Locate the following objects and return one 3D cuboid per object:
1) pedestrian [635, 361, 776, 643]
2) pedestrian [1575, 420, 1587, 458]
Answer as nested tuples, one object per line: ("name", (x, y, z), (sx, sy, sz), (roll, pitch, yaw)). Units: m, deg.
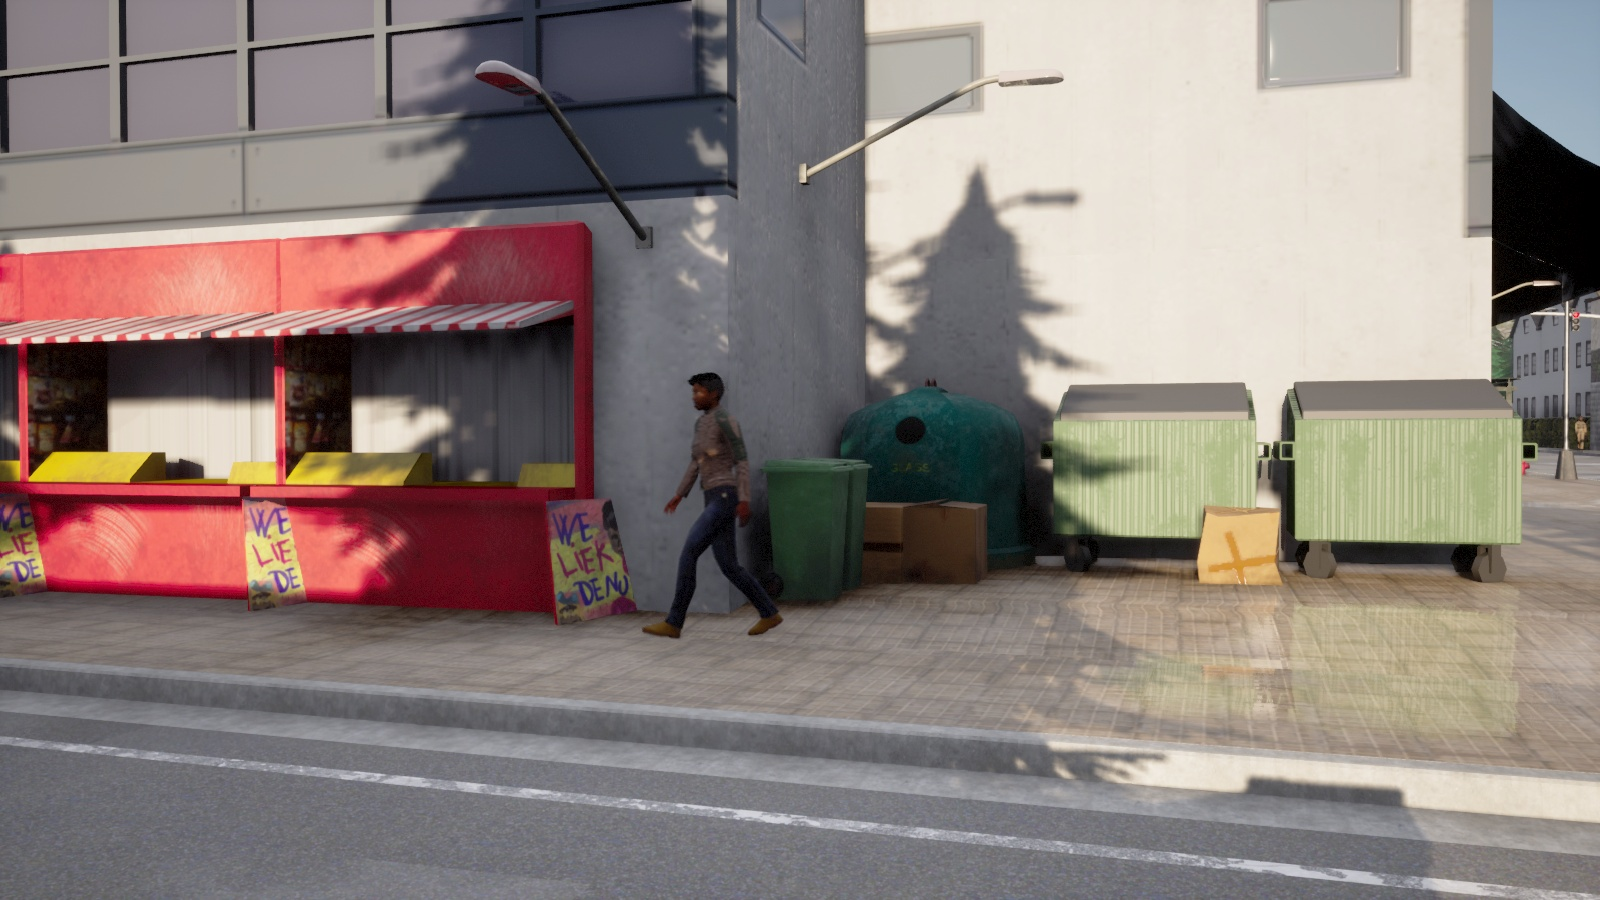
("pedestrian", (-0.626, 0.329, 8.331), (0.869, 1.805, 0.328), (0, 1, -22))
("pedestrian", (40.114, -0.575, 64.491), (0.396, 1.930, 0.692), (1, 1, 24))
